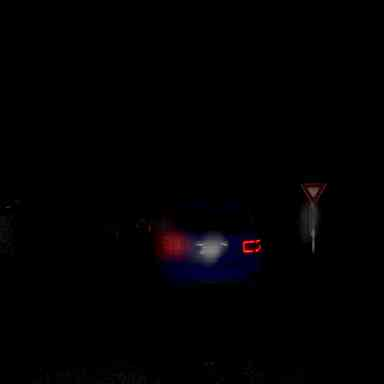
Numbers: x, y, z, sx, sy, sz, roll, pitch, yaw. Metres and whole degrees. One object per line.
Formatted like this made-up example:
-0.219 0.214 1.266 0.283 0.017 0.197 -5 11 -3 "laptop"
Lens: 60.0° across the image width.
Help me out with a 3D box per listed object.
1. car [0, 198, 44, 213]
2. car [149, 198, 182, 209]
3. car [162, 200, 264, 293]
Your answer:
-18.879 1.478 36.978 1.882 1.535 5.008 -1 0 24 "car"
-3.662 1.564 46.100 4.181 1.385 1.994 0 0 12 "car"
0.647 1.222 9.048 2.150 2.045 5.566 0 0 6 "car"
